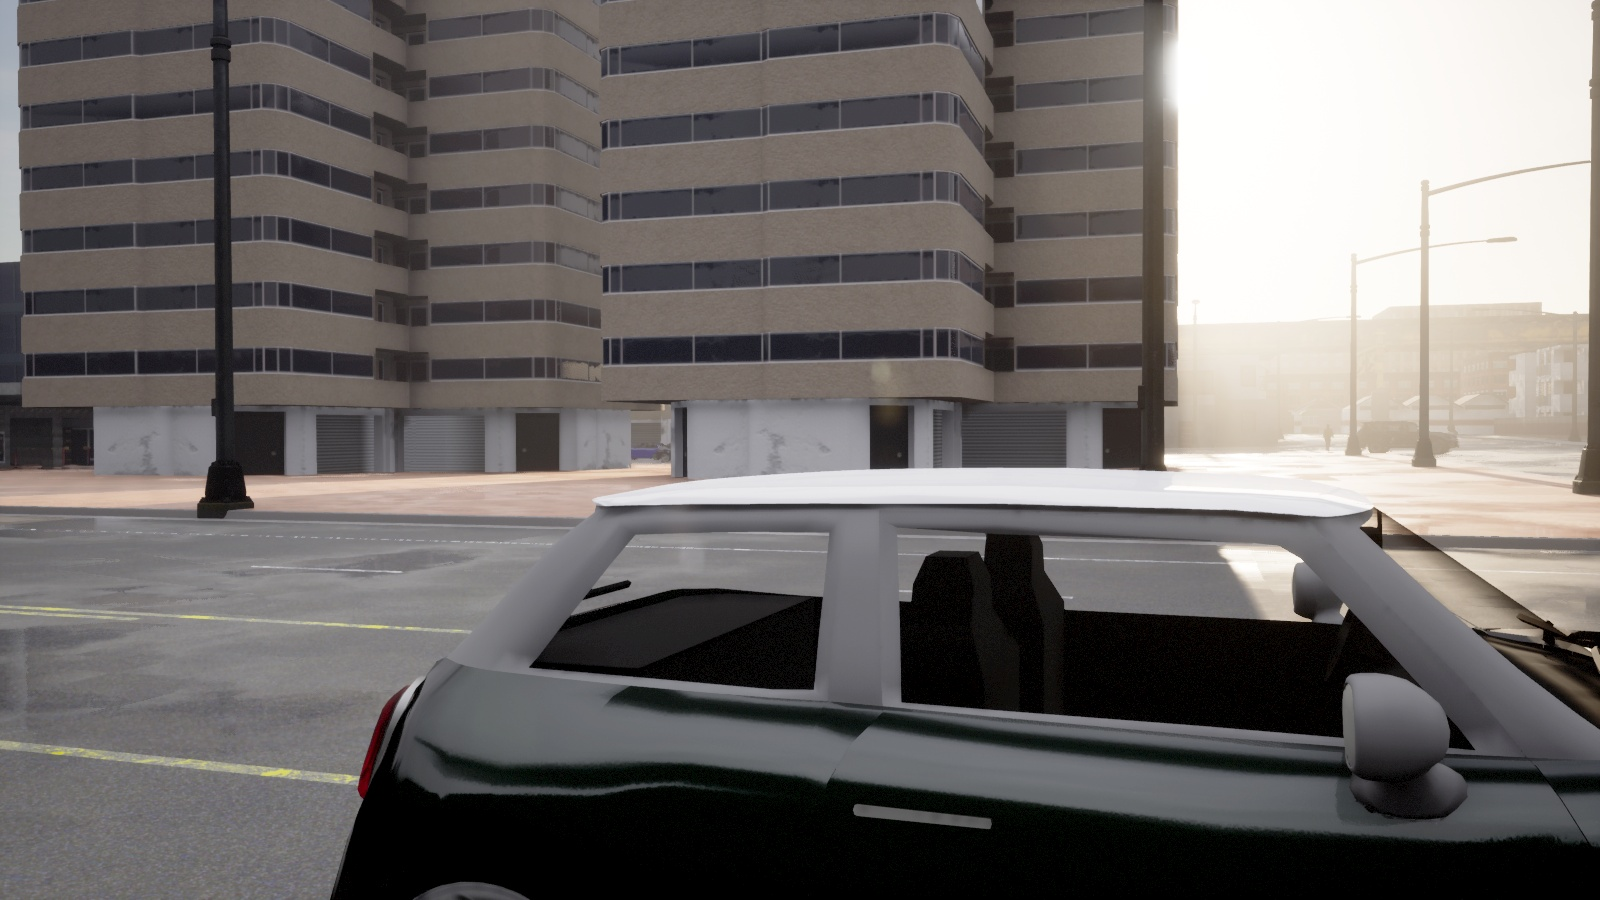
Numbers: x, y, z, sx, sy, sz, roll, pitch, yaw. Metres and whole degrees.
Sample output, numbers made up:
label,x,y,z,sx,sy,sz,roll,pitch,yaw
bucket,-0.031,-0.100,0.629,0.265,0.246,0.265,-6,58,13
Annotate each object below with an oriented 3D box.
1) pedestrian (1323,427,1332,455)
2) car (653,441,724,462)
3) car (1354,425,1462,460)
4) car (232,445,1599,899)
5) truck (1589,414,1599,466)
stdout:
label,x,y,z,sx,sy,sz,roll,pitch,yaw
pedestrian,34.778,-0.583,82.747,0.431,1.840,0.709,1,1,30
car,-8.337,0.117,93.662,4.792,1.488,2.163,0,1,17
car,36.403,-0.487,75.275,5.566,2.045,2.150,1,1,35
car,0.941,0.749,2.925,3.806,1.475,1.970,1,1,19
truck,39.336,-0.484,59.035,2.627,2.467,5.204,1,-1,18
